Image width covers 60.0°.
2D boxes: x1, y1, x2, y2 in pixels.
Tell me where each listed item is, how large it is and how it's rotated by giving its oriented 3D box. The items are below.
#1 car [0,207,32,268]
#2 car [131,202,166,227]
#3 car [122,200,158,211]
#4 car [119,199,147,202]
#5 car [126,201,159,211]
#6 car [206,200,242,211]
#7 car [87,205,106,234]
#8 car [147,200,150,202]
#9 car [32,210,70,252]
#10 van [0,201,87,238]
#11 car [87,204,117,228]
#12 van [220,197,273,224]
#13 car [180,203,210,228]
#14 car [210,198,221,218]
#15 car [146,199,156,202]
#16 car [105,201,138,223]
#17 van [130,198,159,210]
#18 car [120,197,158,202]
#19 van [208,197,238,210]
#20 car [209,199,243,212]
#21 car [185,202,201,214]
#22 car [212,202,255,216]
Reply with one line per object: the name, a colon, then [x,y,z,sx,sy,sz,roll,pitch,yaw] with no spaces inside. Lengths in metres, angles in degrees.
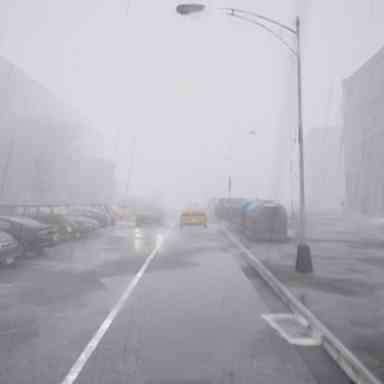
car: [-7.678,1.465,9.950,4.553,1.767,2.185,0,-1,0]
car: [-3.091,1.757,25.505,1.882,1.535,5.008,0,-1,0]
car: [-7.636,2.020,49.000,5.008,1.535,2.097,0,-1,0]
car: [-7.826,1.862,35.092,5.366,1.575,1.946,0,-1,0]
car: [-7.665,2.101,51.831,4.792,1.488,2.163,0,-1,0]
car: [4.699,2.023,49.315,5.008,1.535,2.097,0,-1,0]
car: [-7.651,1.683,18.330,4.892,1.521,2.231,0,-1,0]
car: [-7.669,1.925,37.885,4.792,1.488,2.163,0,-1,0]
car: [-7.641,1.620,12.619,5.008,1.535,2.097,0,-1,0]
van: [-7.529,1.426,15.540,4.442,1.987,1.878,0,-1,0]
car: [-7.638,1.713,21.124,4.892,1.521,2.231,0,-1,0]
van: [4.804,1.549,26.990,4.442,1.987,1.878,0,-1,0]
car: [0.107,1.745,24.427,1.882,1.535,5.008,0,0,0]
car: [4.717,1.554,29.781,5.566,2.045,2.435,0,-1,0]
car: [-7.609,1.986,43.472,4.792,1.488,2.163,0,-1,0]
car: [-7.827,1.801,29.505,5.366,1.575,1.946,0,-1,0]
van: [-7.752,1.919,54.622,4.442,1.987,1.878,0,-1,0]
car: [-7.609,1.735,46.268,5.566,2.045,2.435,0,-1,0]
van: [4.811,1.851,52.094,4.442,1.987,1.878,0,-1,0]
car: [4.662,1.863,46.527,4.553,1.767,2.185,0,-1,0]
car: [0.112,2.021,41.861,1.994,1.385,4.181,0,-1,0]
car: [4.688,1.936,38.026,4.674,1.452,2.002,0,-1,0]
